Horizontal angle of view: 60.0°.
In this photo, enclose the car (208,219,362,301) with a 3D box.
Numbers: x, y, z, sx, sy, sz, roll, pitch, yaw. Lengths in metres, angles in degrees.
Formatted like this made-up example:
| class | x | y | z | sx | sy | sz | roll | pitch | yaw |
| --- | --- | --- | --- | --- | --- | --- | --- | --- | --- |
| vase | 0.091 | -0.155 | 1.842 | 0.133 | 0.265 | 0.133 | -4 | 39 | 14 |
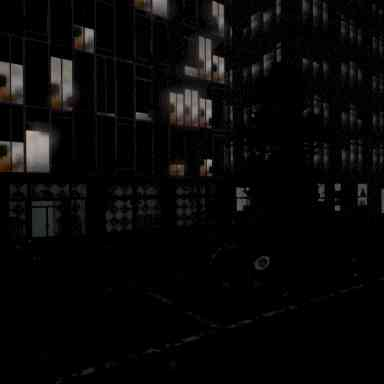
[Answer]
| class | x | y | z | sx | sy | sz | roll | pitch | yaw |
| --- | --- | --- | --- | --- | --- | --- | --- | --- | --- |
| car | 2.344 | 1.439 | 8.225 | 4.097 | 1.590 | 1.967 | 0 | -1 | -35 |
